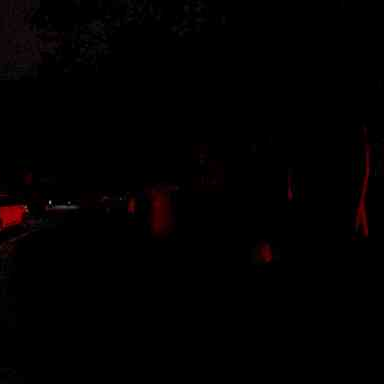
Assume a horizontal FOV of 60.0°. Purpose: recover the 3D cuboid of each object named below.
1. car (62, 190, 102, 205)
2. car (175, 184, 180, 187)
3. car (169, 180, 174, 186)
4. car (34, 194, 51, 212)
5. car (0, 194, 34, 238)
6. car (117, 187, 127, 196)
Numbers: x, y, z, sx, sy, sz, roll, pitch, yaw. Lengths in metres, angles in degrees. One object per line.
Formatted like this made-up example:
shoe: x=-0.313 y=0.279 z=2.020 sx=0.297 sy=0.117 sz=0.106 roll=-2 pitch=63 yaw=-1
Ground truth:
car: x=-11.534 y=0.467 z=35.302 sx=2.033 sy=1.411 sz=5.357 roll=0 pitch=4 yaw=12
car: x=-0.705 y=-1.502 z=59.216 sx=2.033 sy=1.411 sz=5.357 roll=0 pitch=4 yaw=18
car: x=-2.862 y=-1.739 z=63.851 sx=1.895 sy=1.301 sz=4.718 roll=0 pitch=4 yaw=18
car: x=-13.136 y=0.993 z=26.350 sx=1.837 sy=1.490 sz=4.892 roll=0 pitch=3 yaw=9
car: x=-10.031 y=1.092 z=16.443 sx=2.150 sy=2.045 sz=5.566 roll=-1 pitch=2 yaw=-9
car: x=-9.250 y=-0.414 z=44.152 sx=2.097 sy=1.767 sz=4.553 roll=0 pitch=4 yaw=16
